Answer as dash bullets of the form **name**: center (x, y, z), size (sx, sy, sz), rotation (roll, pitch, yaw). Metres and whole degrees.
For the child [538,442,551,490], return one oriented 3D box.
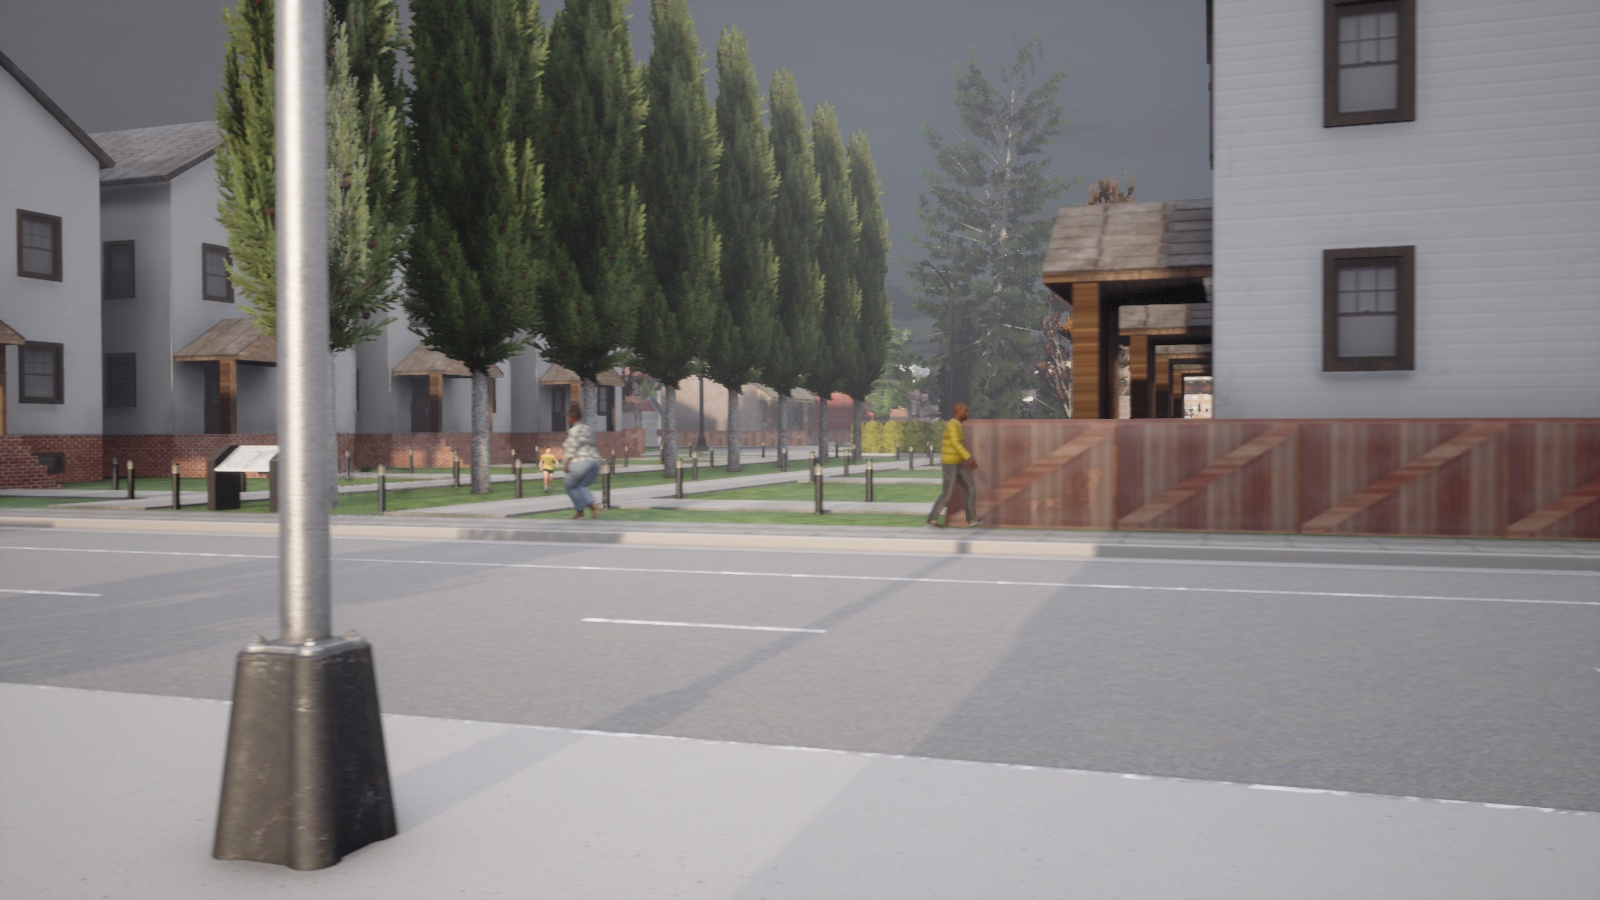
- **child**: center (-5.857, 0.363, 28.810), size (0.255, 1.110, 0.394), rotation (0, 1, -17)

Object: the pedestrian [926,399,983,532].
- **pedestrian**: center (2.166, 0.207, 17.626), size (0.726, 1.835, 0.370), rotation (1, 1, 20)

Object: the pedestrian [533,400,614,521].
- **pedestrian**: center (-3.566, 0.151, 19.790), size (0.900, 1.855, 0.874), rotation (1, 1, 30)
